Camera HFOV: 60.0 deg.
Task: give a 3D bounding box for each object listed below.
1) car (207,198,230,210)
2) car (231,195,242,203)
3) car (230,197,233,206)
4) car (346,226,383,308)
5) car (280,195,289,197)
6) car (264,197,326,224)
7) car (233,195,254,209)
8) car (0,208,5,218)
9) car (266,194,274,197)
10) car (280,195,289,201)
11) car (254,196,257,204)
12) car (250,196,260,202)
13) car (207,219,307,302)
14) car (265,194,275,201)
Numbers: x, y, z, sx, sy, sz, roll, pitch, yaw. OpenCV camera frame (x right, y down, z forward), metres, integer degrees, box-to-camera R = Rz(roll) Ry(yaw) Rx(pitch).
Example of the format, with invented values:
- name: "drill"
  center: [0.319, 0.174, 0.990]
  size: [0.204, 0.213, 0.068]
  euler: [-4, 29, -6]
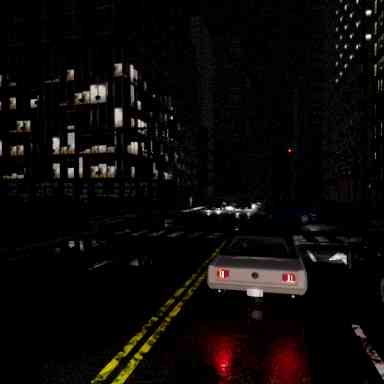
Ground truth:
- name: "car"
  center: [3.243, 1.524, 43.205]
  size: [2.033, 1.411, 5.357]
  euler: [0, 0, 13]
- name: "car"
  center: [9.054, 1.457, 67.228]
  size: [1.837, 1.490, 4.892]
  euler: [0, 0, 14]
- name: "car"
  center: [5.598, 1.567, 53.066]
  size: [1.895, 1.301, 4.718]
  euler: [0, 0, 13]
- name: "car"
  center: [4.857, 1.501, 7.469]
  size: [1.837, 1.490, 4.892]
  euler: [0, 0, 13]
- name: "car"
  center: [19.666, 1.474, 69.629]
  size: [2.033, 1.411, 5.357]
  euler: [0, 0, 13]
- name: "car"
  center: [7.870, 1.479, 25.828]
  size: [1.882, 1.535, 5.008]
  euler: [-2, 2, -35]
- name: "car"
  center: [6.970, 1.500, 44.801]
  size: [1.812, 1.442, 4.674]
  euler: [0, 0, 13]
- name: "car"
  center: [-17.251, 1.435, 26.757]
  size: [4.313, 1.339, 1.947]
  euler: [1, 1, 15]
- name: "car"
  center: [16.608, 1.530, 70.818]
  size: [1.895, 1.301, 4.718]
  euler: [0, 0, 13]
- name: "car"
  center: [22.086, 1.356, 79.792]
  size: [1.895, 1.301, 4.718]
  euler: [0, 0, 13]
- name: "car"
  center: [10.667, 1.450, 60.224]
  size: [2.128, 1.511, 4.902]
  euler: [0, 0, 14]
- name: "car"
  center: [14.353, 1.520, 75.380]
  size: [1.895, 1.301, 4.718]
  euler: [0, 0, 13]
- name: "car"
  center: [1.730, 1.597, 8.379]
  size: [1.895, 1.301, 4.718]
  euler: [0, 0, 14]
- name: "car"
  center: [18.918, 1.286, 80.517]
  size: [2.128, 1.511, 4.902]
  euler: [0, 0, 13]
